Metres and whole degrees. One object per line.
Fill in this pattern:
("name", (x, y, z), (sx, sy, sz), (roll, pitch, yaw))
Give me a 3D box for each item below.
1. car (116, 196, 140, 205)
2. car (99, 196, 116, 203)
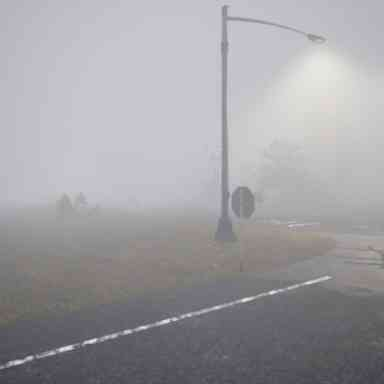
("car", (-9.987, 1.295, 53.189), (1.994, 1.385, 4.181), (0, 0, -33))
("car", (-15.570, 1.311, 61.493), (1.895, 1.301, 4.718), (0, 0, -34))
